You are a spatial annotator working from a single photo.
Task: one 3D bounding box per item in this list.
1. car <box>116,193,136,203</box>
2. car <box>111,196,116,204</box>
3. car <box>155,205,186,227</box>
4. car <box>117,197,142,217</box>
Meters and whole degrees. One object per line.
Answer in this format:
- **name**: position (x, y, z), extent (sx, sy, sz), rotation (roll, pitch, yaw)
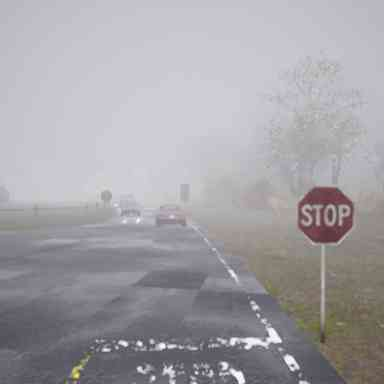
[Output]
- **car**: position (-9.479, 1.199, 48.286), extent (2.150, 2.045, 5.566), rotation (0, 0, -15)
- **car**: position (-14.614, 1.497, 64.970), extent (2.128, 1.511, 4.902), rotation (0, 0, -20)
- **car**: position (-1.527, 1.552, 23.070), extent (1.994, 1.385, 4.181), rotation (0, 0, -7)
- **car**: position (-5.867, 1.532, 32.064), extent (2.033, 1.411, 5.357), rotation (0, 0, -10)
